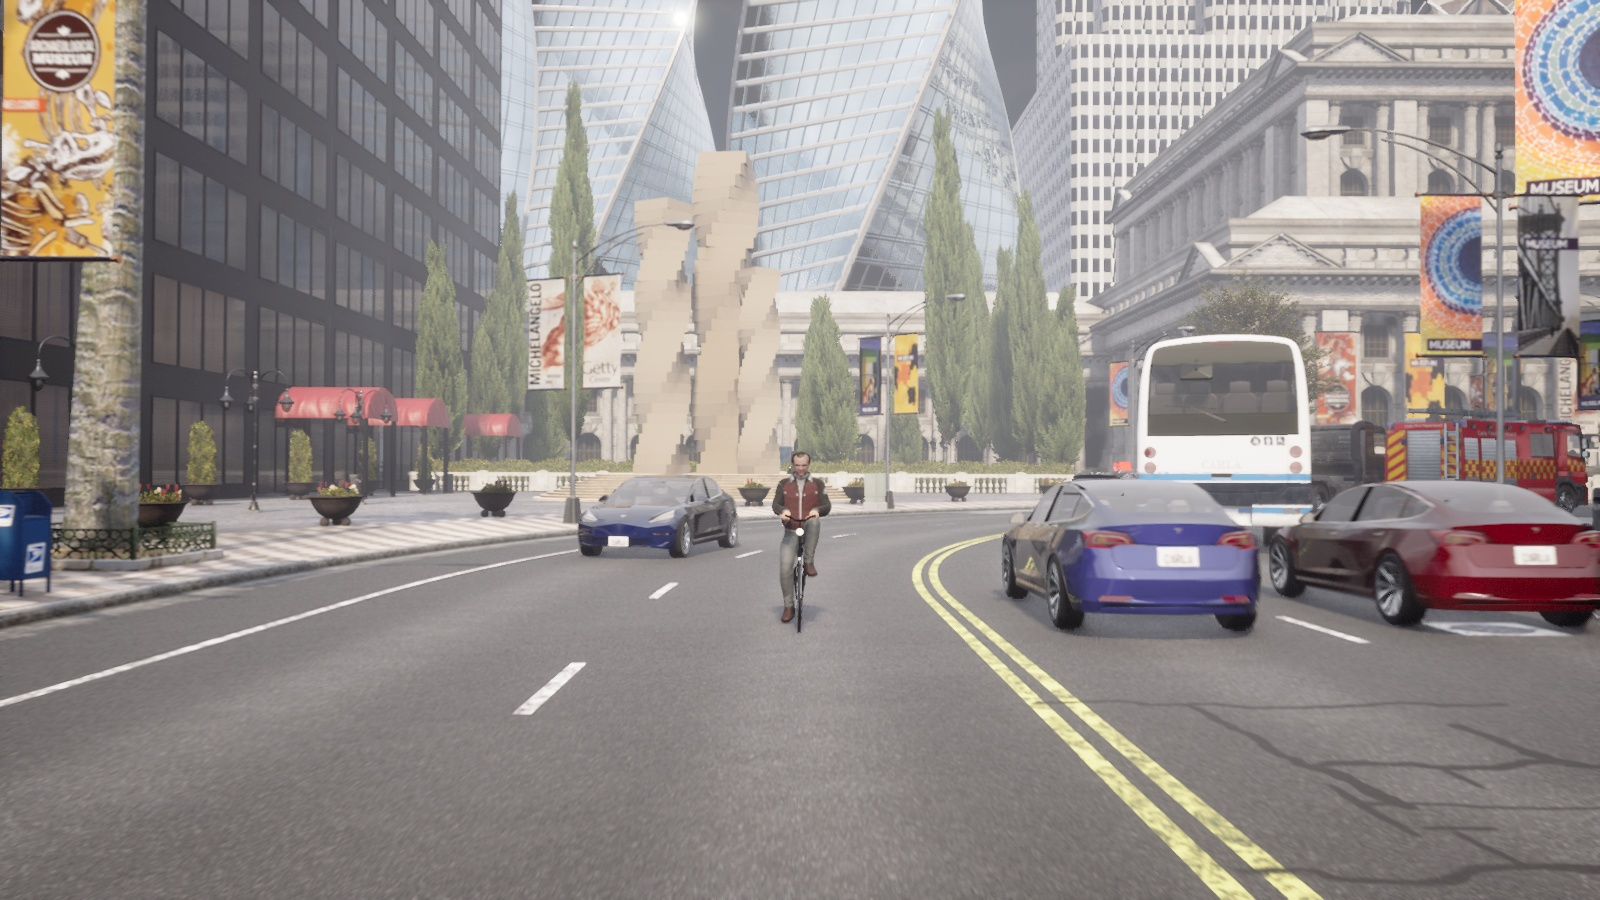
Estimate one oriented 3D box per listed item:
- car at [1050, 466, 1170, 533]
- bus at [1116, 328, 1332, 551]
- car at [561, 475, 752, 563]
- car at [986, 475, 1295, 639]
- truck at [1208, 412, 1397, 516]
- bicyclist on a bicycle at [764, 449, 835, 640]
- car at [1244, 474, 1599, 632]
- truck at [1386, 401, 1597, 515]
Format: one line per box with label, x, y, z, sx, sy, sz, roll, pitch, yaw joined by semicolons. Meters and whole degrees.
car;8.418;1.277;33.808;2.033;1.649;4.856;-1;-1;28
bus;10.031;-0.109;29.450;3.944;4.253;10.273;-1;-1;20
car;-2.600;1.228;24.082;2.163;1.488;4.792;0;-1;13
car;3.494;1.035;13.997;2.163;1.488;4.792;0;-1;0
truck;18.164;0.515;45.097;7.936;3.462;2.891;1;-1;-40
bicyclist on a bicycle;0.006;0.896;12.617;0.659;1.776;1.843;0;-1;1
car;6.996;1.027;14.367;2.163;1.488;4.792;0;-1;0
truck;25.071;0.310;45.400;8.468;3.827;2.891;0;-1;-32
